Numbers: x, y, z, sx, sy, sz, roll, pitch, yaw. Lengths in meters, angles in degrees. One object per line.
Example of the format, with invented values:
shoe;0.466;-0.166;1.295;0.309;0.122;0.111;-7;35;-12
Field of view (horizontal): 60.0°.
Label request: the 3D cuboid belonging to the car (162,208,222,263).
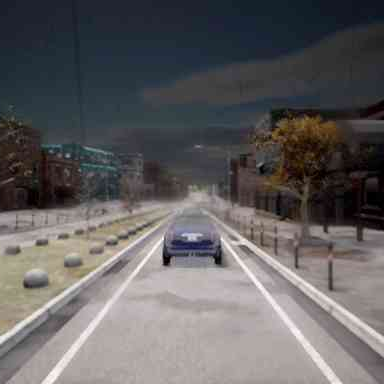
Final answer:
car;0.023;1.676;13.493;2.097;1.767;4.553;0;-2;0
